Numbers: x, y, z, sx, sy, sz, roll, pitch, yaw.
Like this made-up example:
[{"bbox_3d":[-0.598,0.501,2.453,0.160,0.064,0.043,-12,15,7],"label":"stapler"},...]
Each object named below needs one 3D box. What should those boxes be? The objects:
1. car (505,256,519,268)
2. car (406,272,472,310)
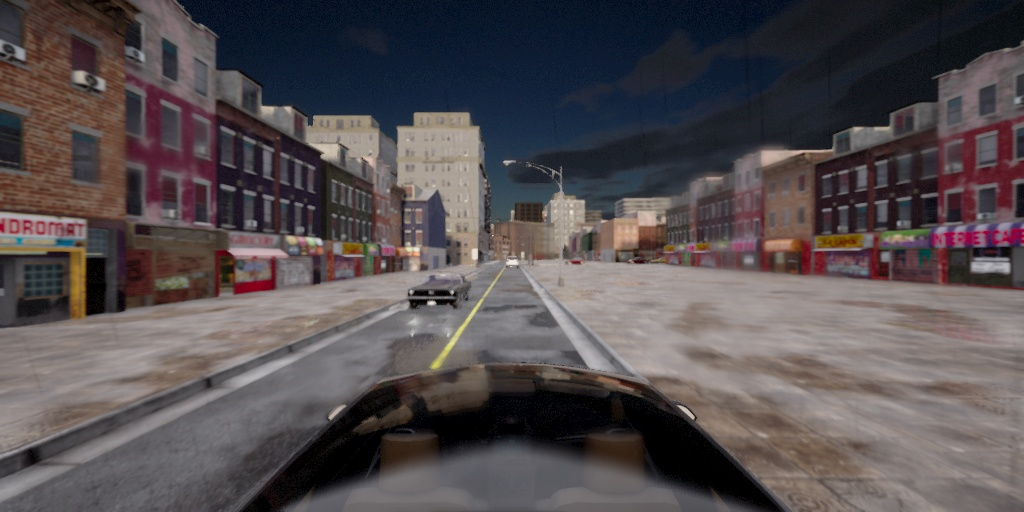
[{"bbox_3d":[0.048,1.010,62.307,2.150,2.045,5.566,0,0,0],"label":"car"},{"bbox_3d":[-2.819,1.355,14.788,1.895,1.301,4.718,0,0,0],"label":"car"}]
